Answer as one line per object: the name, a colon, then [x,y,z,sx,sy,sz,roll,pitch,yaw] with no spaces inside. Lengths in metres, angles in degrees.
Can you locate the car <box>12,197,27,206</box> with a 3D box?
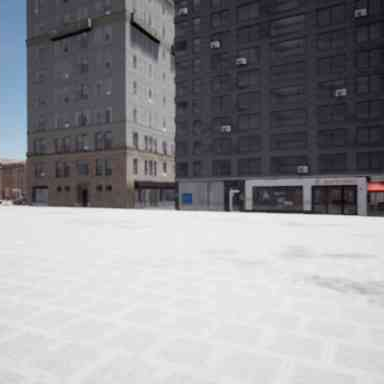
car: [-27.032,1.501,54.830,2.128,1.511,4.902,-1,0,26]
